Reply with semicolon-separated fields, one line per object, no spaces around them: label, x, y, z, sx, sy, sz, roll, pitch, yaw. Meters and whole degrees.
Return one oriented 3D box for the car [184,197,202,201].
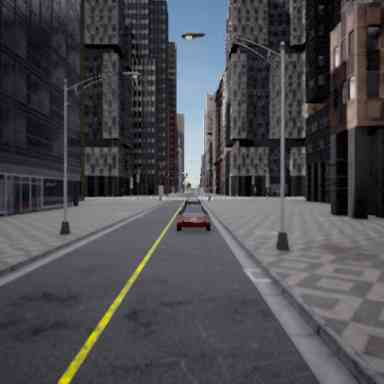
car;0.085;1.308;38.286;1.882;1.535;5.008;0;0;0

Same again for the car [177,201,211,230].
car;0.093;1.474;20.374;1.994;1.385;4.181;0;0;0
